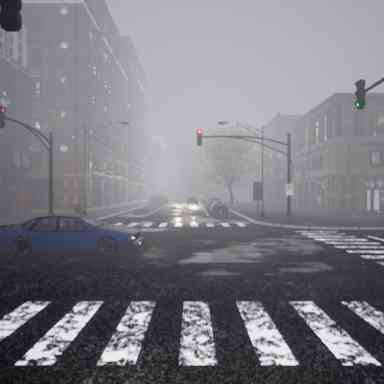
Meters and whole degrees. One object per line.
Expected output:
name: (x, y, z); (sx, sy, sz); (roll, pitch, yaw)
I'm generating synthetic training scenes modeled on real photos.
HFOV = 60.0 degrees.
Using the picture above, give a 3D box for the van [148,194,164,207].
van: (-5.622, 1.381, 50.699); (1.690, 1.788, 3.998); (0, 0, 0)

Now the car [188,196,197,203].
car: (0.098, 1.515, 70.788); (1.812, 1.442, 4.674); (0, 0, 0)

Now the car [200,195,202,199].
car: (2.775, 1.611, 62.079); (2.008, 1.369, 4.403); (0, 0, 0)

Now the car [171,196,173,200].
car: (-5.598, 1.638, 67.789); (1.947, 1.339, 4.313); (0, 0, 0)

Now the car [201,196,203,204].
car: (2.759, 1.622, 50.686); (1.802, 1.307, 4.206); (0, 0, 0)

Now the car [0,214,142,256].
car: (-4.650, 1.548, 12.566); (5.357, 1.411, 2.033); (0, 0, 0)

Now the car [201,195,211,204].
car: (2.782, 1.512, 67.776); (1.967, 1.590, 4.097); (0, 0, 0)

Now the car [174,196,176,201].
car: (-5.568, 1.654, 90.406); (1.752, 1.417, 4.829); (0, 0, 0)

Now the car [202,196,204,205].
car: (2.751, 1.472, 44.988); (1.967, 1.590, 4.097); (0, 0, 0)

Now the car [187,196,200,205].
car: (0.084, 1.534, 60.371); (1.882, 1.535, 5.008); (0, 0, 0)

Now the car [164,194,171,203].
car: (-5.607, 1.375, 62.092); (2.192, 1.841, 5.009); (0, 0, 0)

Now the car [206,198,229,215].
car: (2.736, 1.568, 33.595); (2.008, 1.369, 4.403); (0, 0, 0)

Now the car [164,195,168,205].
car: (-5.614, 1.631, 56.395); (1.802, 1.307, 4.206); (0, 0, 0)

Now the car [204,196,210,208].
car: (2.744, 1.464, 39.292); (1.967, 1.590, 4.097); (0, 0, 0)
